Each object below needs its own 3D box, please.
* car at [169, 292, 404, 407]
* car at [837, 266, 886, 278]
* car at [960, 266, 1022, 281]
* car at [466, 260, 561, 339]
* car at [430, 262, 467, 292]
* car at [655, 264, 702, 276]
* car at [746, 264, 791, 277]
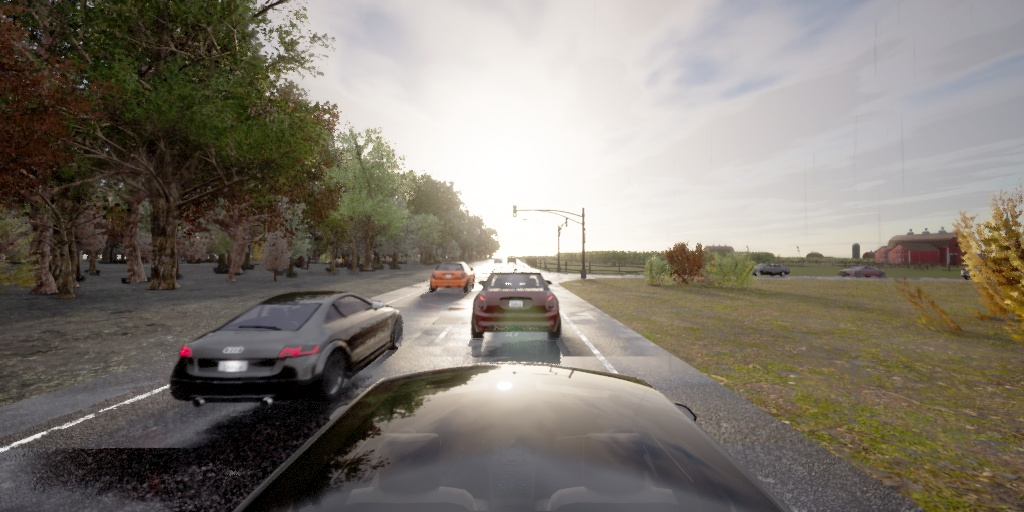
[{"bbox_3d":[-3.401,1.315,6.375,1.994,1.385,4.181,0,0,0],"label":"car"},{"bbox_3d":[39.663,1.804,40.738,4.181,1.385,1.994,1,-1,1],"label":"car"},{"bbox_3d":[49.622,1.780,37.111,4.902,1.511,2.128,1,-1,0],"label":"car"},{"bbox_3d":[0.094,1.103,10.190,2.097,1.767,4.553,0,0,0],"label":"car"},{"bbox_3d":[-3.408,1.107,21.351,2.097,1.767,4.553,0,0,0],"label":"car"},{"bbox_3d":[18.701,1.559,40.835,5.357,1.411,2.033,1,-1,0],"label":"car"},{"bbox_3d":[28.855,1.614,40.796,4.902,1.511,2.128,1,-1,0],"label":"car"}]
